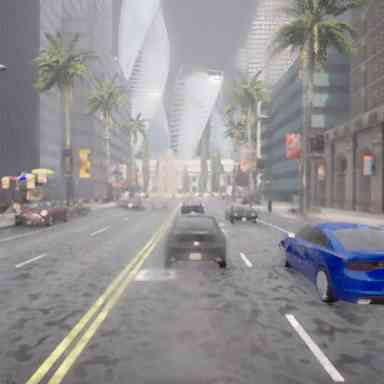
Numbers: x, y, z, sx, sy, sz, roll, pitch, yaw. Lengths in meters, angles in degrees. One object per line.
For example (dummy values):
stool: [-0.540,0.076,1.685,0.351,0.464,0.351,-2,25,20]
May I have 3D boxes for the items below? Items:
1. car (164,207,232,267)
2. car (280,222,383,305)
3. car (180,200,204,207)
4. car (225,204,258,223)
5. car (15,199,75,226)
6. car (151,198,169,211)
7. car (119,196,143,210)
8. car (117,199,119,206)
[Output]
car: [0.103,1.484,11.379,1.837,1.490,4.892,0,0,0]
car: [3.583,1.463,8.159,1.882,1.535,5.008,0,0,0]
car: [0.014,1.427,28.049,1.882,1.535,5.008,0,0,0]
car: [3.538,1.556,24.808,1.895,1.301,4.718,0,0,0]
car: [-10.115,1.314,22.795,2.185,1.767,4.553,0,0,-1]
car: [-3.791,1.454,40.108,1.812,1.442,4.674,0,0,0]
car: [-7.303,1.417,41.711,2.128,1.511,4.902,0,0,0]
car: [-10.416,1.388,52.169,2.231,1.521,4.892,0,0,-1]
